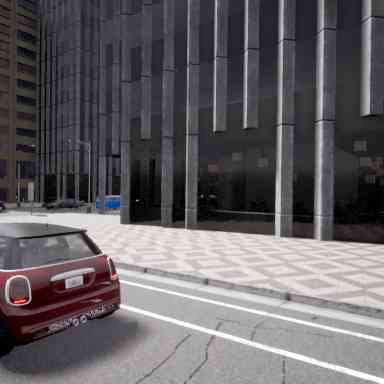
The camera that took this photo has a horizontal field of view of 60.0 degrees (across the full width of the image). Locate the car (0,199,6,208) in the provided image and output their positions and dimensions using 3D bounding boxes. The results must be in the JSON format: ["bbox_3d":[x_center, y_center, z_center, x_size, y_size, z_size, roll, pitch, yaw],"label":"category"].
[{"bbox_3d":[-21.543,1.278,33.785,2.097,1.767,4.553,1,1,35],"label":"car"}]

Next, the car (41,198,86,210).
[{"bbox_3d":[-15.955,1.461,41.608,2.033,1.411,5.357,1,1,36],"label":"car"}]

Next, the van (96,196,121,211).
[{"bbox_3d":[-9.690,1.339,40.271,1.690,1.788,3.998,1,1,36],"label":"van"}]

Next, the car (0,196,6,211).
[{"bbox_3d":[-22.972,1.324,36.432,1.967,1.590,4.097,1,1,36],"label":"car"}]

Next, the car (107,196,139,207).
[{"bbox_3d":[-10.208,1.428,49.578,1.812,1.442,4.674,1,1,36],"label":"car"}]

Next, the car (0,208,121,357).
[{"bbox_3d":[-3.474,1.349,6.155,4.553,1.767,2.097,0,0,35],"label":"car"}]
